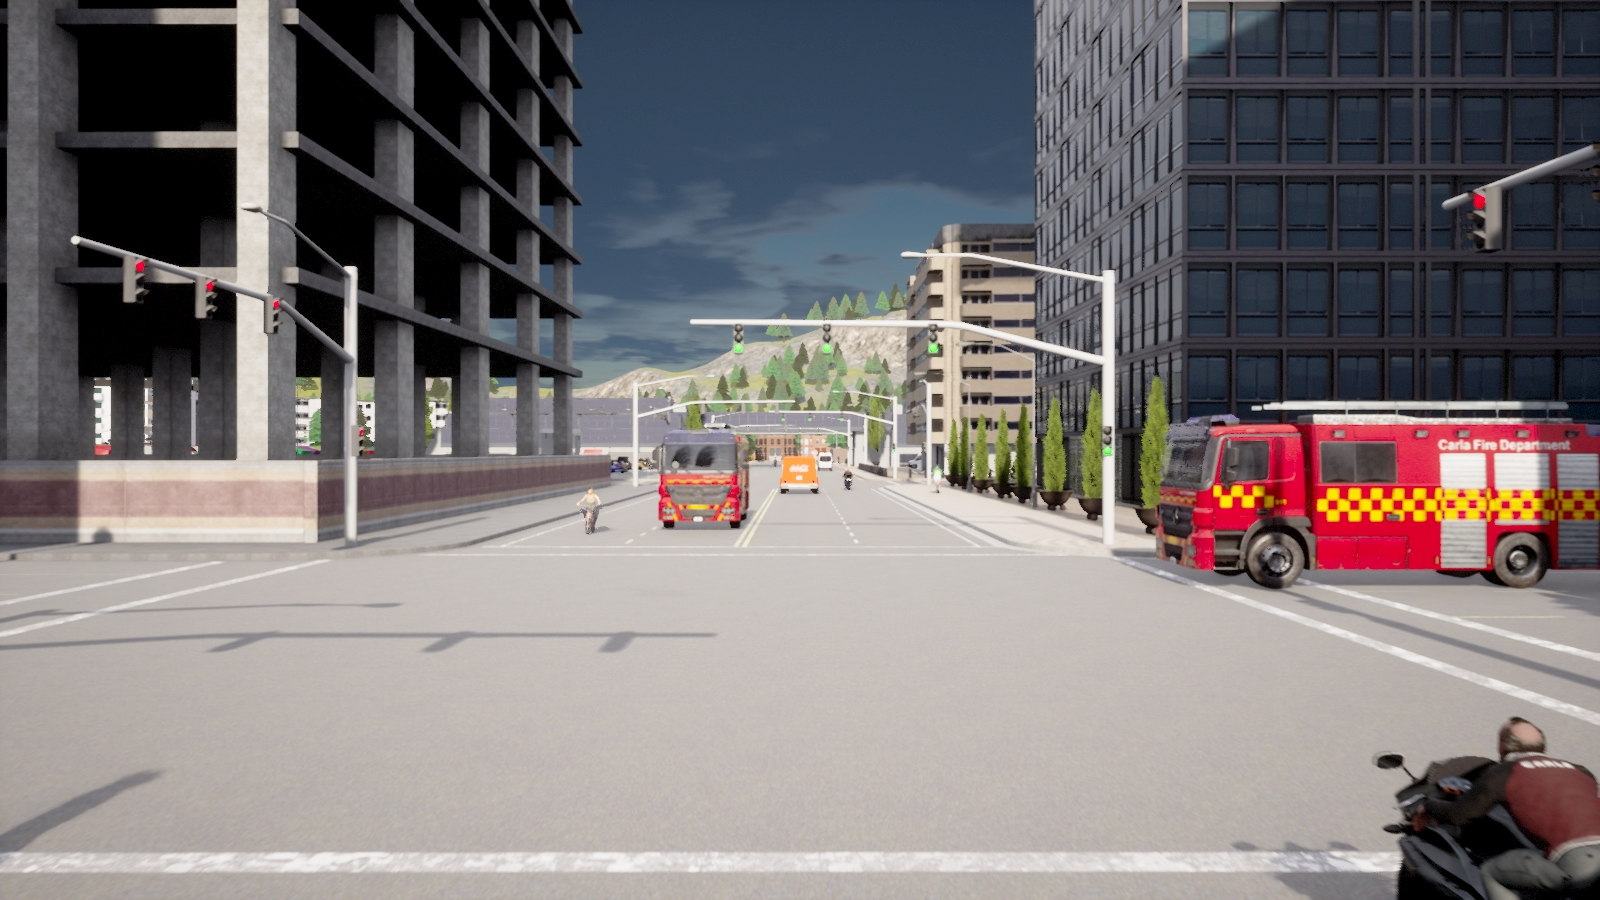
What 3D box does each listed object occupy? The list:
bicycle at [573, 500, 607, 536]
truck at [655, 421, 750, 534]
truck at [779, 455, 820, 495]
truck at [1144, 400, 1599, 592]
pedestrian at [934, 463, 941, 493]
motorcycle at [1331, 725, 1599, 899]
[{"bbox_3d":[-7.027,2.260,38.250,0.859,1.126,1.487,0,0,0],"label":"bicycle"},{"bbox_3d":[-3.509,0.919,43.216,2.891,3.827,8.468,0,0,0],"label":"truck"},{"bbox_3d":[-0.030,1.639,76.415,2.627,2.467,5.204,0,1,0],"label":"truck"},{"bbox_3d":[11.966,0.908,24.257,8.468,3.827,2.891,0,0,-1],"label":"truck"},{"bbox_3d":[8.514,1.747,70.673,0.375,1.860,0.375,0,0,-1],"label":"pedestrian"},{"bbox_3d":[3.498,2.210,5.490,0.867,1.251,2.209,0,0,0],"label":"motorcycle"}]
